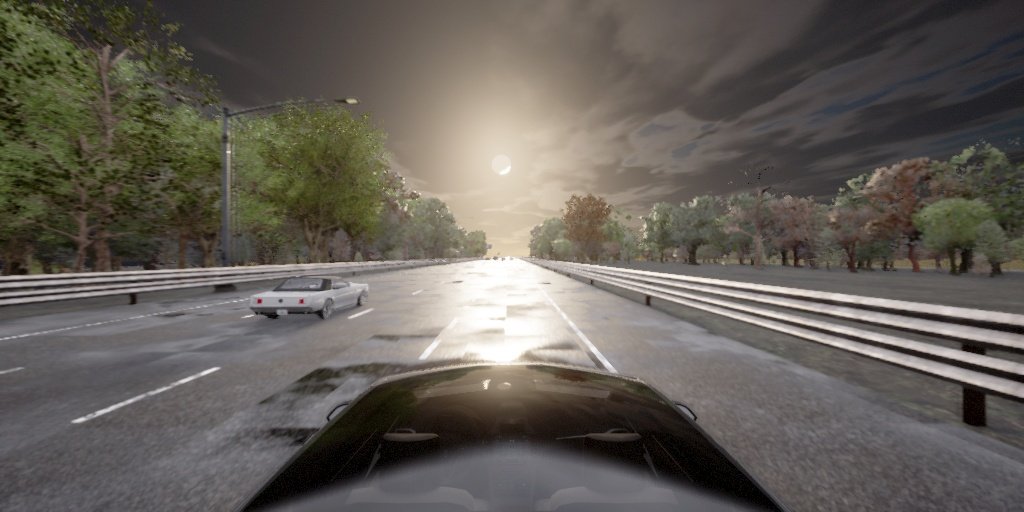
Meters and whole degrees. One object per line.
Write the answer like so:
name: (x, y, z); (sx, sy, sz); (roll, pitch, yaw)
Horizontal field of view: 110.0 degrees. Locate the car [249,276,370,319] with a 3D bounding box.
car: (-6.764, 1.358, 12.714); (1.895, 1.301, 4.718); (0, 0, -1)
